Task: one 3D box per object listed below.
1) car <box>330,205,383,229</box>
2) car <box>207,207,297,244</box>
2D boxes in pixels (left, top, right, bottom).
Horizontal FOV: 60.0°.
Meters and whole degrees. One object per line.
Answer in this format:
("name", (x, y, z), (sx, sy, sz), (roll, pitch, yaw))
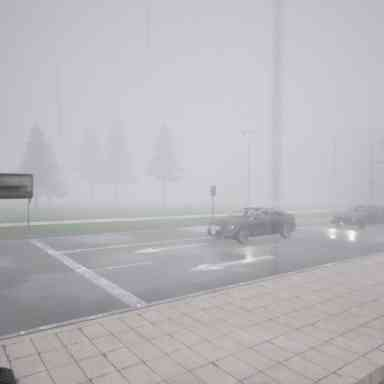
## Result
("car", (11.327, 1.544, 21.850), (5.357, 1.411, 2.033), (0, 0, -35))
("car", (2.929, 1.490, 15.901), (4.902, 1.511, 2.128), (0, 0, -35))
